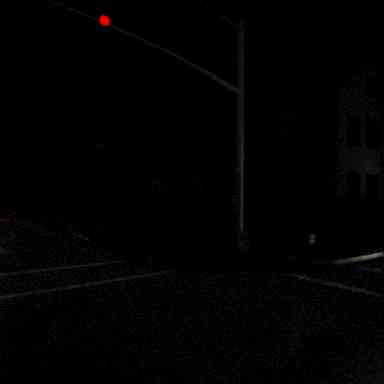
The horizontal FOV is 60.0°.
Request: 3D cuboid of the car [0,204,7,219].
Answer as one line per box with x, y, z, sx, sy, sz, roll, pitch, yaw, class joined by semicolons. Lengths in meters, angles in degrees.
-18.140;1.692;30.292;1.994;1.385;4.181;1;-1;-36;car
